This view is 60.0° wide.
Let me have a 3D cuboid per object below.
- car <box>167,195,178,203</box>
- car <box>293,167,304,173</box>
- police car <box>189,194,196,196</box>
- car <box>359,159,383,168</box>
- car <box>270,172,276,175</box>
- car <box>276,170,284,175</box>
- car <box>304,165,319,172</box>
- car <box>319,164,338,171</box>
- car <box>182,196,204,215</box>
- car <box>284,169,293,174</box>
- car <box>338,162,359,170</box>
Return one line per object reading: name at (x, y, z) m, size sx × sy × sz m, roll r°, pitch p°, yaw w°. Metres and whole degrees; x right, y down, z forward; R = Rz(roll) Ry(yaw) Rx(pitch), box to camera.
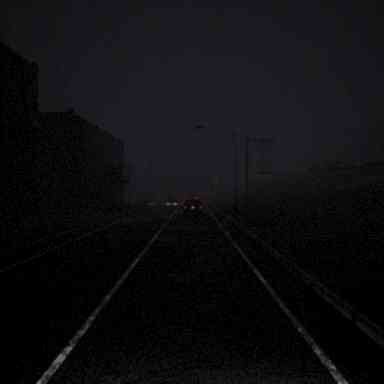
car at (-3.515, 1.233, 60.030) m, size 2.033 × 1.411 × 5.357 m, roll 0°, pitch 0°, yaw -1°
car at (22.506, -4.233, 66.048) m, size 2.097 × 1.535 × 5.008 m, roll 0°, pitch 1°, yaw -4°
police car at (0.053, 1.166, 53.338) m, size 2.038 × 1.542 × 4.974 m, roll 0°, pitch 0°, yaw 0°
car at (25.082, -3.672, 44.017) m, size 2.231 × 1.521 × 4.892 m, roll 0°, pitch 1°, yaw -8°
car at (21.807, -4.625, 82.643) m, size 2.231 × 1.521 × 4.892 m, roll 0°, pitch 1°, yaw -1°
car at (21.930, -4.508, 77.125) m, size 2.231 × 1.521 × 4.892 m, roll 0°, pitch 1°, yaw -1°
car at (22.969, -4.219, 60.542) m, size 2.185 × 1.767 × 4.553 m, roll 0°, pitch 1°, yaw -5°
car at (23.584, -3.920, 54.852) m, size 2.163 × 1.488 × 4.792 m, roll 0°, pitch 1°, yaw -6°
car at (0.098, 1.326, 30.422) m, size 2.033 × 1.411 × 5.357 m, roll 0°, pitch 0°, yaw 0°
car at (22.159, -4.333, 71.584) m, size 2.002 × 1.452 × 4.674 m, roll 0°, pitch 1°, yaw -2°
car at (24.281, -3.771, 49.379) m, size 2.002 × 1.452 × 4.674 m, roll 0°, pitch 1°, yaw -7°
